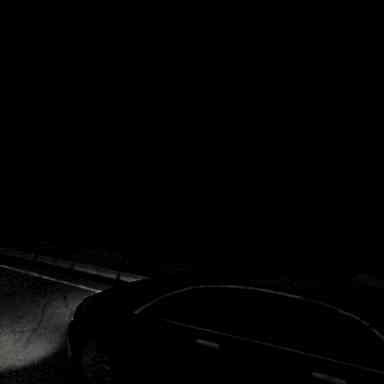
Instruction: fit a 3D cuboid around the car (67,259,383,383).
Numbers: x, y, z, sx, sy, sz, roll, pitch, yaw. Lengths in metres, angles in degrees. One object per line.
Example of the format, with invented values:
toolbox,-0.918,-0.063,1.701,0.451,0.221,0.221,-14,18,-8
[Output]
car,0.676,1.506,3.517,4.892,1.490,1.837,0,0,35
